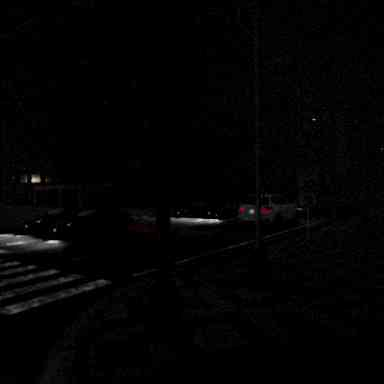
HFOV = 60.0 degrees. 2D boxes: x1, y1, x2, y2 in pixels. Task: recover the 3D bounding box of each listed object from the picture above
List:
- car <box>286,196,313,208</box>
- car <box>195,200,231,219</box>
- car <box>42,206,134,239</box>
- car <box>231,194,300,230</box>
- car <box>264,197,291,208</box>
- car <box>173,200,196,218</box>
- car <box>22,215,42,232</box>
[{"bbox_3d":[14.903,1.371,45.930,2.128,1.511,4.902,-1,0,35],"label":"car"},{"bbox_3d":[2.514,1.522,28.587,1.994,1.385,4.181,-1,0,35],"label":"car"},{"bbox_3d":[-5.158,1.538,17.745,1.812,1.442,4.674,-1,0,37],"label":"car"},{"bbox_3d":[4.849,1.123,20.472,2.150,2.045,5.566,-1,0,35],"label":"car"},{"bbox_3d":[12.359,1.464,47.957,2.033,1.411,5.357,-1,0,35],"label":"car"},{"bbox_3d":[0.151,1.525,30.876,1.812,1.442,4.674,-1,0,35],"label":"car"},{"bbox_3d":[-7.618,1.578,19.916,1.812,1.442,4.674,-1,0,36],"label":"car"}]
